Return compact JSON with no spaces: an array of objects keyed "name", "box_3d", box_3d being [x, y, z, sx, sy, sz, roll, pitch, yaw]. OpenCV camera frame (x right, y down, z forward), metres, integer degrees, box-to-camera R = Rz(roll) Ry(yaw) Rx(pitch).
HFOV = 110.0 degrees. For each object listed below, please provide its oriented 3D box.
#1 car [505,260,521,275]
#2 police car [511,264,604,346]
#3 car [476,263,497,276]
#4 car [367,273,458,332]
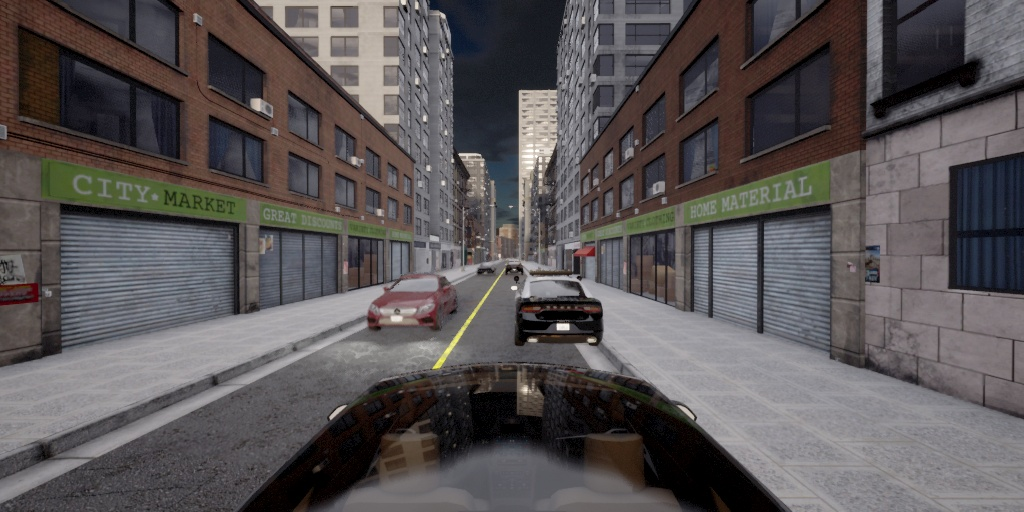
[{"name":"car","box_3d":[0.258,1.248,38.884,1.882,1.535,5.008,0,0,0]},{"name":"police car","box_3d":[1.005,1.176,9.557,1.930,1.638,5.238,0,0,0]},{"name":"car","box_3d":[-2.581,1.369,36.894,1.895,1.301,4.718,0,0,0]},{"name":"car","box_3d":[-2.800,1.276,11.062,1.812,1.442,4.674,0,0,0]}]
